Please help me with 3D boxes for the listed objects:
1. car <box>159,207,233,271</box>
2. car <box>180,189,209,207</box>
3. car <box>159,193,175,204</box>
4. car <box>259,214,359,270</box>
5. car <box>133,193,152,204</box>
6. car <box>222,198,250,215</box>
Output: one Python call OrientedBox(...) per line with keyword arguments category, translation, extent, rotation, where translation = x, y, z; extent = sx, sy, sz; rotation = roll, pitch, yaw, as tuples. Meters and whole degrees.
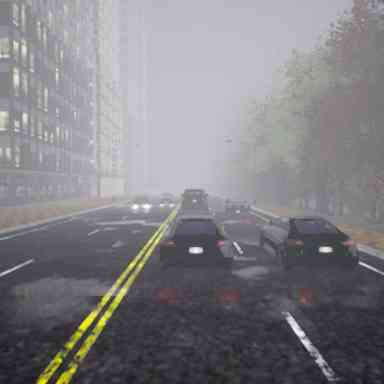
OrientedBox(category="car", translation=(0.120, 1.382, 10.247), extent=(1.994, 1.385, 4.181), rotation=(0, 1, 1))
OrientedBox(category="car", translation=(0.218, 0.726, 27.697), extent=(2.150, 2.045, 5.566), rotation=(0, 1, 0))
OrientedBox(category="car", translation=(-3.174, 0.774, 42.949), extent=(2.033, 1.411, 5.357), rotation=(0, 1, 0))
OrientedBox(category="car", translation=(3.373, 1.381, 10.342), extent=(1.994, 1.385, 4.181), rotation=(0, 1, 1))
OrientedBox(category="car", translation=(-6.424, 0.816, 43.567), extent=(1.895, 1.301, 4.718), rotation=(0, 1, 0))
OrientedBox(category="car", translation=(3.461, 1.119, 27.102), extent=(1.895, 1.301, 4.718), rotation=(0, 1, 1))
